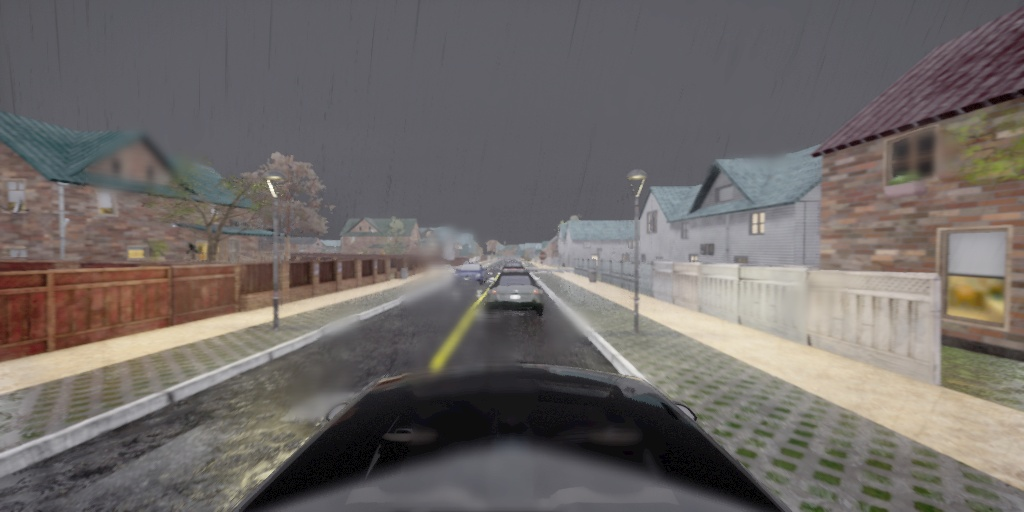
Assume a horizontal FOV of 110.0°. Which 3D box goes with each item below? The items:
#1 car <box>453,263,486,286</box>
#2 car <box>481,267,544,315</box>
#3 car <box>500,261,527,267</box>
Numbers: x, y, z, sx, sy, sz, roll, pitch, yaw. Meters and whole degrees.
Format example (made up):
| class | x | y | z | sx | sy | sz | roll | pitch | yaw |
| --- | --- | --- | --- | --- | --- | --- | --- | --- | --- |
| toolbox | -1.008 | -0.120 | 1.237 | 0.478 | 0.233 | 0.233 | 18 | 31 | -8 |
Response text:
| class | x | y | z | sx | sy | sz | roll | pitch | yaw |
| --- | --- | --- | --- | --- | --- | --- | --- | --- | --- |
| car | -2.771 | 1.195 | 24.636 | 1.812 | 1.442 | 4.674 | 0 | 0 | 1 |
| car | 0.106 | 1.272 | 13.425 | 1.994 | 1.385 | 4.181 | 0 | 0 | 0 |
| car | 0.114 | 1.152 | 27.541 | 2.128 | 1.511 | 4.902 | 0 | 0 | 0 |
